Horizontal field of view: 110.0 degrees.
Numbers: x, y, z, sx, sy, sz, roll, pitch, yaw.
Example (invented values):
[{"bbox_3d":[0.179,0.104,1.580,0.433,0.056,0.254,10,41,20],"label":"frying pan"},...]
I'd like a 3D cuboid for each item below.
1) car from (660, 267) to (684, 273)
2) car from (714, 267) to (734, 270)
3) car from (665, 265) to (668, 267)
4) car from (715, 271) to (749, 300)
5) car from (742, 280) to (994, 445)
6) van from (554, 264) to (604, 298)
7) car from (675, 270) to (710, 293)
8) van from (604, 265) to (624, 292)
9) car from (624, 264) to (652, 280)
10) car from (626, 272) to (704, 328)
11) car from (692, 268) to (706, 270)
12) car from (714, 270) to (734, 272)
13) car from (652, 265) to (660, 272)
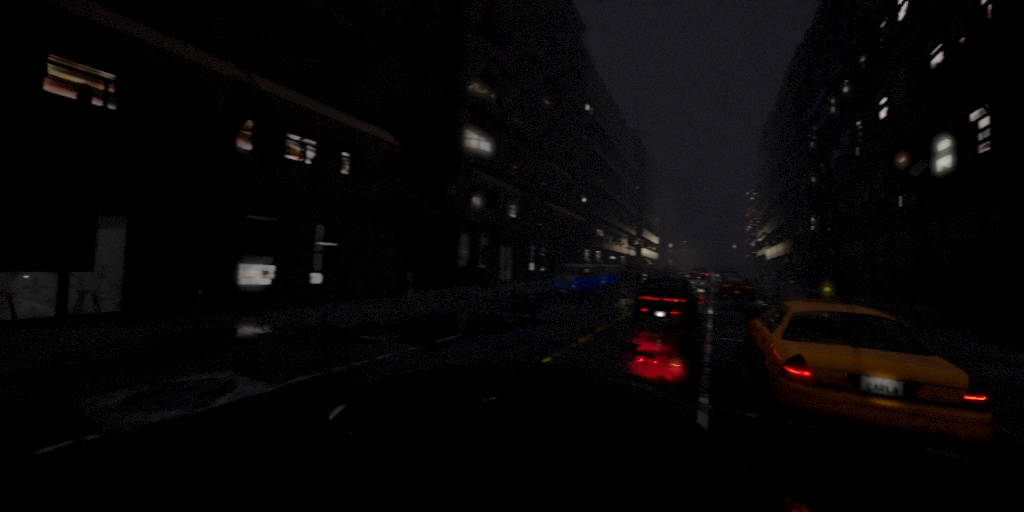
[{"bbox_3d":[17.092,2.163,39.021,1.994,1.385,4.181,1,-1,30],"label":"car"},{"bbox_3d":[18.686,2.014,30.971,1.967,1.591,4.097,0,0,29],"label":"car"},{"bbox_3d":[19.995,2.356,49.351,1.948,1.339,4.313,0,0,29],"label":"car"},{"bbox_3d":[13.248,1.863,21.342,1.888,1.381,4.507,0,0,29],"label":"car"},{"bbox_3d":[5.134,1.397,5.989,1.801,1.575,5.366,2,-1,29],"label":"car"},{"bbox_3d":[3.700,1.353,20.454,1.690,1.789,3.998,0,0,29],"label":"van"},{"bbox_3d":[13.915,1.994,27.521,1.895,1.301,4.718,2,-1,29],"label":"car"},{"bbox_3d":[6.416,1.480,25.271,1.690,1.789,3.998,0,0,29],"label":"van"},{"bbox_3d":[11.847,1.711,34.902,2.192,1.841,5.009,0,0,29],"label":"car"},{"bbox_3d":[5.607,1.514,12.783,1.837,1.490,4.892,2,0,29],"label":"car"},{"bbox_3d":[21.908,2.130,41.882,2.097,1.767,4.553,2,-1,29],"label":"car"},{"bbox_3d":[15.963,1.990,26.158,1.888,1.381,4.507,0,0,29],"label":"car"},{"bbox_3d":[14.563,1.841,39.717,2.192,1.841,5.009,0,0,29],"label":"car"}]
